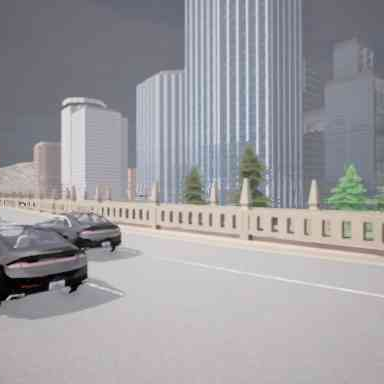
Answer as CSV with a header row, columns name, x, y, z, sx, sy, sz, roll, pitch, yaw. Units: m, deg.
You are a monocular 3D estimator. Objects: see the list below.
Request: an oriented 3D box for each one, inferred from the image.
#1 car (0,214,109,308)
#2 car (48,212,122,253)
name,x,y,z,sx,sy,sz,roll,pitch,yaw
car,-4.334,1.511,7.772,4.902,1.511,2.128,0,0,41
car,-4.647,1.527,12.798,4.902,1.511,2.128,0,0,43
